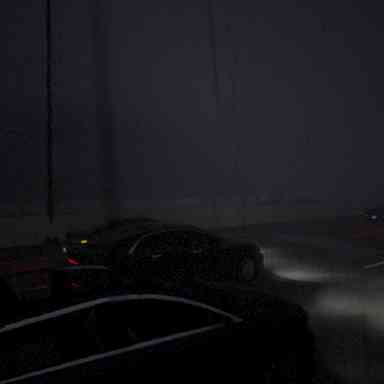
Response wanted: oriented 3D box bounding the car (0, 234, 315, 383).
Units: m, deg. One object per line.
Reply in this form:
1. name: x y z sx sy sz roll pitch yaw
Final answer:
1. car: -0.821 1.483 3.160 4.902 1.511 2.128 -1 0 -36

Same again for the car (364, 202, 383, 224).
1. car: 12.965 1.342 21.590 4.674 1.442 1.812 -1 0 -35

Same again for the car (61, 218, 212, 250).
1. car: -0.430 1.472 7.738 4.892 1.490 1.837 -1 0 -36

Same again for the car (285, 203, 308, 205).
1. car: 11.197 1.320 33.474 5.357 1.411 2.033 -1 0 -35

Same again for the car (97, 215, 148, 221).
1. car: -1.847 1.487 11.027 4.674 1.442 1.812 -1 0 -35
